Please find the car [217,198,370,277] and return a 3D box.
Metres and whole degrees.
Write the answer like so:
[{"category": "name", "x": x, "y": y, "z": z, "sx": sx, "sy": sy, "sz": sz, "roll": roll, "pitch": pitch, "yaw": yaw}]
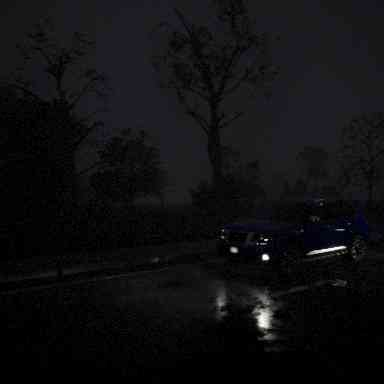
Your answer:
[{"category": "car", "x": 3.418, "y": 1.221, "z": 10.595, "sx": 5.566, "sy": 2.045, "sz": 2.150, "roll": 0, "pitch": 0, "yaw": -35}]
